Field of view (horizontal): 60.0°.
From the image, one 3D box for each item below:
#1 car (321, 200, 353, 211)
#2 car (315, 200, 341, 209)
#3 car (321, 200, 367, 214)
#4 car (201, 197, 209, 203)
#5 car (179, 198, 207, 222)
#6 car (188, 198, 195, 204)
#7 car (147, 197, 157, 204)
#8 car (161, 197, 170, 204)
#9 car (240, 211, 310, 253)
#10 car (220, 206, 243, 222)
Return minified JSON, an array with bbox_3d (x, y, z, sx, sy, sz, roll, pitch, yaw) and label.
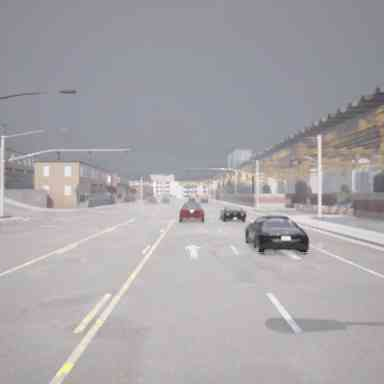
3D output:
[{"bbox_3d":[19.461,1.696,42.701,1.853,1.218,4.536,0,-1,-36],"label":"car"},{"bbox_3d":[19.452,1.740,47.388,1.853,1.218,4.536,-1,-1,44],"label":"car"},{"bbox_3d":[19.430,1.854,42.741,2.038,1.542,4.974,0,-1,-36],"label":"car"},{"bbox_3d":[3.468,2.315,88.656,2.033,1.411,5.357,0,-1,0],"label":"car"},{"bbox_3d":[-0.006,1.623,29.082,2.097,1.767,4.553,0,-1,0],"label":"car"},{"bbox_3d":[-0.032,2.275,88.658,1.837,1.490,4.892,0,-1,0],"label":"car"},{"bbox_3d":[-10.531,2.176,87.539,2.097,1.767,4.553,0,-1,0],"label":"car"},{"bbox_3d":[-7.031,2.176,87.540,2.097,1.767,4.553,0,-1,0],"label":"car"},{"bbox_3d":[3.498,1.699,14.321,1.994,1.385,4.181,0,0,0],"label":"car"},{"bbox_3d":[3.492,1.874,29.104,1.895,1.301,4.718,0,0,0],"label":"car"}]
